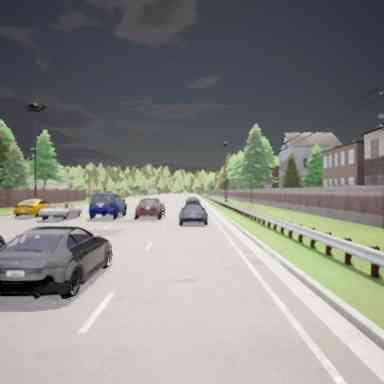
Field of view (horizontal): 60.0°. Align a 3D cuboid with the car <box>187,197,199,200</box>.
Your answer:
[{"bbox_3d":[0.102,1.379,41.524,1.837,1.490,4.892,0,0,0],"label":"car"}]

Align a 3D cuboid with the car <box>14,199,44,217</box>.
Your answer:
[{"bbox_3d":[-13.899,1.387,29.699,1.882,1.535,5.008,0,0,0],"label":"car"}]

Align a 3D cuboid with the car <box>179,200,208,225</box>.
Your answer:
[{"bbox_3d":[0.101,1.492,23.671,1.994,1.385,4.181,0,0,0],"label":"car"}]

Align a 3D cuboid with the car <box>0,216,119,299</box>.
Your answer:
[{"bbox_3d":[-3.399,1.538,8.422,1.994,1.385,4.181,0,0,0],"label":"car"}]

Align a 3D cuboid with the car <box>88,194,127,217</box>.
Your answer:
[{"bbox_3d":[-6.899,1.137,27.734,2.150,2.045,5.566,0,0,0],"label":"car"}]

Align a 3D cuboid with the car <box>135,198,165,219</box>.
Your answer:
[{"bbox_3d":[-3.398,1.268,27.719,2.097,1.767,4.553,0,0,0],"label":"car"}]

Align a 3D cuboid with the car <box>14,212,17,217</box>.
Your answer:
[{"bbox_3d":[-6.913,1.498,8.895,1.812,1.442,4.674,0,0,0],"label":"car"}]

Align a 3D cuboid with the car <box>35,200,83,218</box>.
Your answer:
[{"bbox_3d":[-10.399,1.519,26.776,1.895,1.301,4.718,0,0,0],"label":"car"}]
